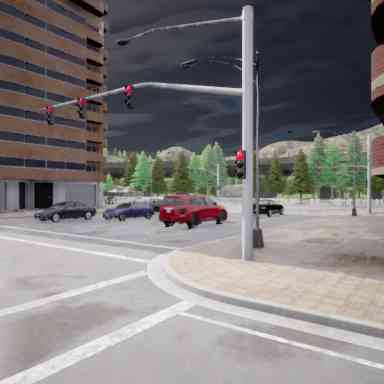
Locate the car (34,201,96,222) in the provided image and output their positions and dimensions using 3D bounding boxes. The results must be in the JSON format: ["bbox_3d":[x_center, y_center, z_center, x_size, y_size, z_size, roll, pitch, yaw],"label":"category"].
[{"bbox_3d":[-9.907,1.505,26.288,1.837,1.490,4.892,0,0,36],"label":"car"}]

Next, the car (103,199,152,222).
[{"bbox_3d":[-5.048,1.526,27.030,1.812,1.442,4.674,0,0,36],"label":"car"}]

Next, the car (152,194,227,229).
[{"bbox_3d":[0.189,1.223,22.016,2.150,2.045,5.566,0,0,36],"label":"car"}]

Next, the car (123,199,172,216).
[{"bbox_3d":[-4.426,1.491,33.830,2.128,1.511,4.902,0,0,36],"label":"car"}]

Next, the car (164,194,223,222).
[{"bbox_3d":[0.253,1.220,28.094,2.150,2.045,5.566,0,0,36],"label":"car"}]

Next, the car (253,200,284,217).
[{"bbox_3d":[7.158,1.478,31.701,1.882,1.535,5.008,0,0,36],"label":"car"}]
